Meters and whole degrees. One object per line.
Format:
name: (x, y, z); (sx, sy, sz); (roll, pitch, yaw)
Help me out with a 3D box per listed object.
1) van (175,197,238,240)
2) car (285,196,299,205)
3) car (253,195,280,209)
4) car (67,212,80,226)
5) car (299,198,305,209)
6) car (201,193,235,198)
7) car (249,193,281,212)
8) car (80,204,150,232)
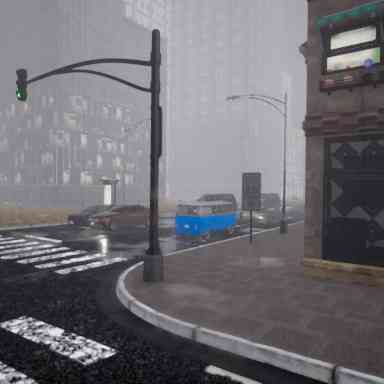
van: (0.828, 1.368, 17.011); (1.690, 1.788, 3.998); (1, 1, 35)
car: (16.305, 1.364, 53.309); (1.752, 1.417, 4.829); (1, 1, 35)
car: (10.000, 1.293, 44.422); (1.967, 1.590, 4.097); (1, 1, 35)
car: (-6.009, 1.466, 21.864); (1.947, 1.339, 4.313); (1, 1, 35)
car: (15.618, 1.463, 42.433); (1.812, 1.442, 4.674); (1, 1, 36)
car: (1.883, 1.142, 28.499); (2.150, 2.045, 5.566); (1, 1, 36)
car: (8.075, 1.124, 37.202); (2.150, 2.045, 5.566); (1, 1, 36)
car: (-4.067, 1.466, 20.120); (1.812, 1.442, 4.674); (1, 1, 37)
